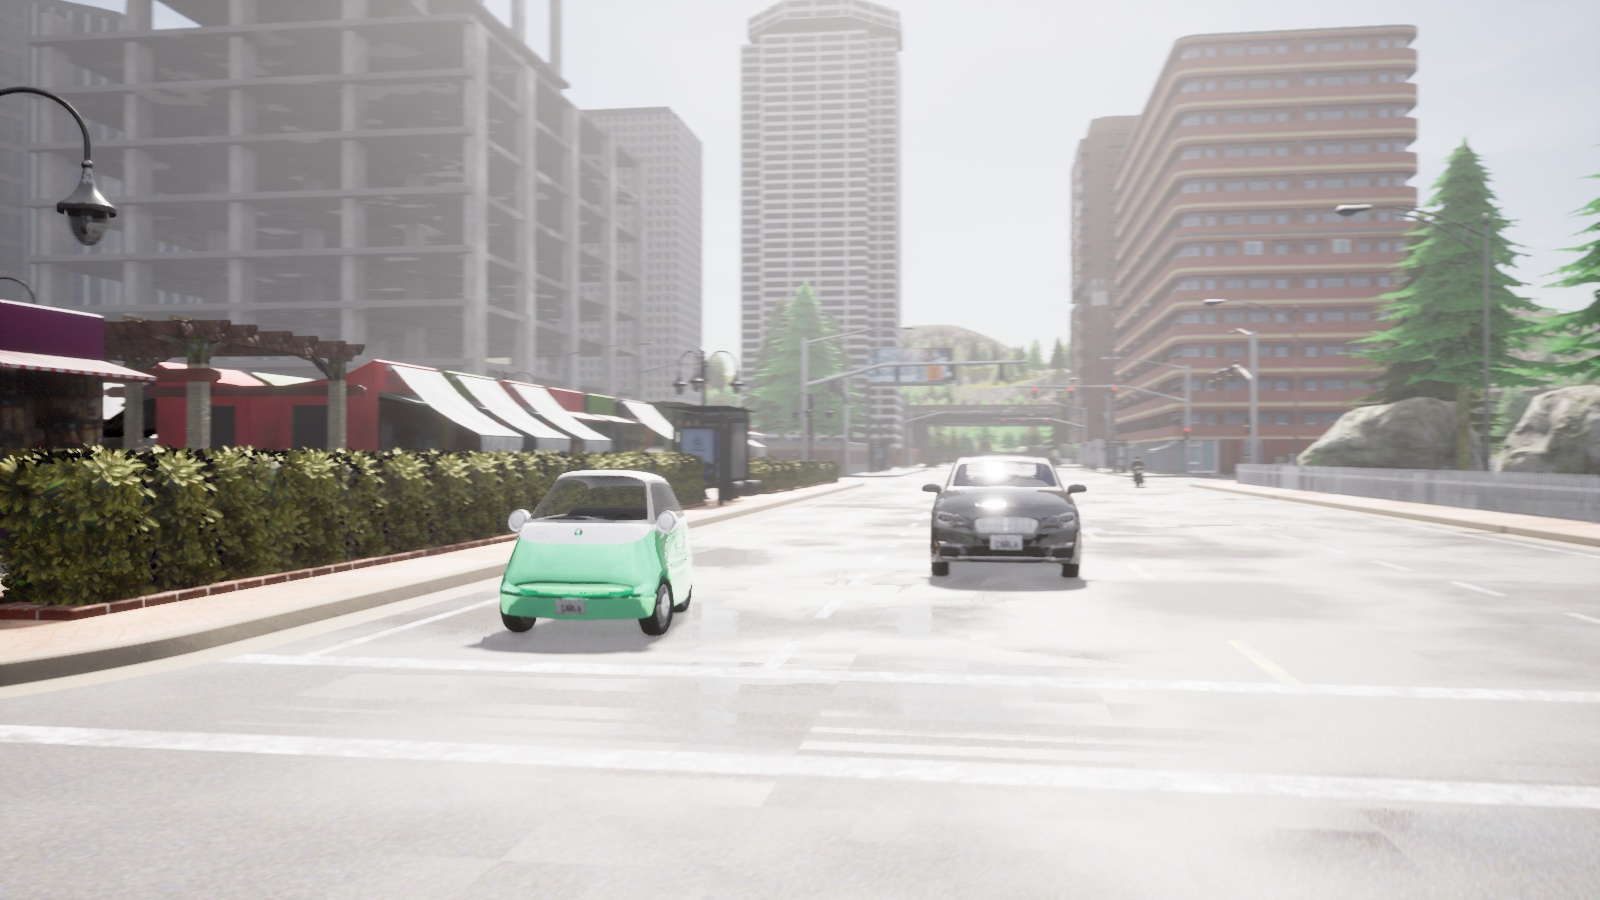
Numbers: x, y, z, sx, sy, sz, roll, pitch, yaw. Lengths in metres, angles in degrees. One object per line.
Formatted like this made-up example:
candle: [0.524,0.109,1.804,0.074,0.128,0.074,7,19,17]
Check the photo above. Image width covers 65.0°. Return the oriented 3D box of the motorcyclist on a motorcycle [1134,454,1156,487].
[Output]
motorcyclist on a motorcycle: [16.385,0.960,59.661,0.797,1.523,2.044,0,0,9]

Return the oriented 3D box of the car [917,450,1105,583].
car: [2.789,0.776,16.912,2.128,1.511,4.902,0,0,9]

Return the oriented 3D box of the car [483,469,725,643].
car: [-1.657,0.864,11.206,1.481,1.376,2.207,0,-1,10]
